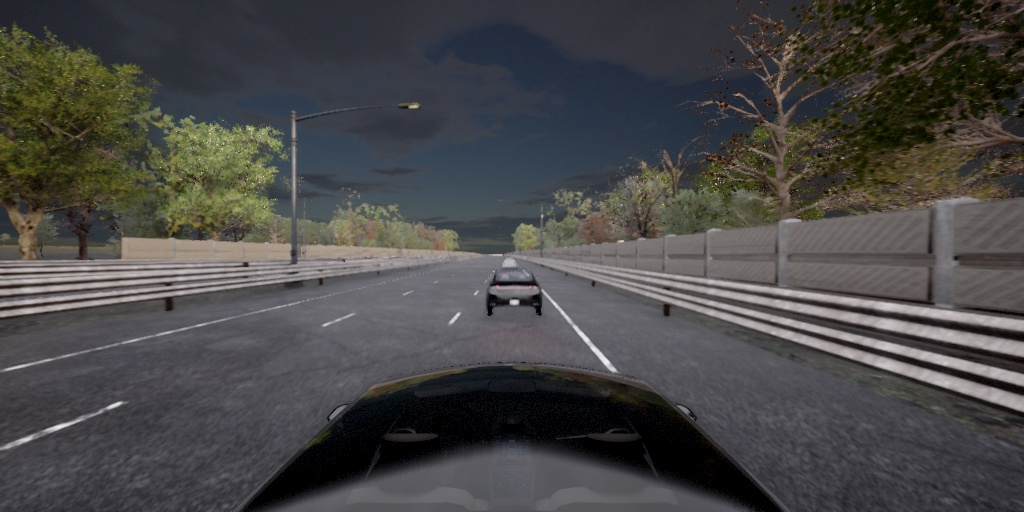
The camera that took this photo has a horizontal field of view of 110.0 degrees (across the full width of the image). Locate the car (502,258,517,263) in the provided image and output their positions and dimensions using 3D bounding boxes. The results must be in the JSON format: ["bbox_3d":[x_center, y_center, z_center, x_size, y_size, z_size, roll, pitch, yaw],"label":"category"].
[{"bbox_3d":[-0.327,0.990,45.218,1.812,1.442,4.674,0,0,-1],"label":"car"}]

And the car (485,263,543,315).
[{"bbox_3d":[0.062,1.169,13.228,2.128,1.511,4.902,0,0,0],"label":"car"}]
